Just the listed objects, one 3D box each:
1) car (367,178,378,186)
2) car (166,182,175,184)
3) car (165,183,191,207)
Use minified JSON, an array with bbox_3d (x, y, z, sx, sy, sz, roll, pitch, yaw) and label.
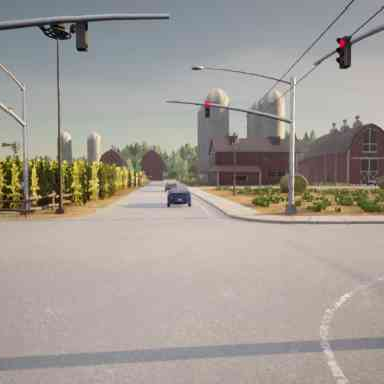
[{"bbox_3d":[42.335,-2.370,77.598,1.905,1.878,3.866,10,10,41],"label":"car"},{"bbox_3d":[-3.364,-0.839,52.889,2.128,1.511,4.902,0,3,-5],"label":"car"},{"bbox_3d":[-1.124,0.332,27.660,1.882,1.535,5.008,0,3,-5],"label":"car"}]
